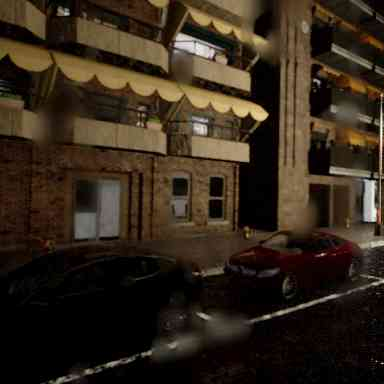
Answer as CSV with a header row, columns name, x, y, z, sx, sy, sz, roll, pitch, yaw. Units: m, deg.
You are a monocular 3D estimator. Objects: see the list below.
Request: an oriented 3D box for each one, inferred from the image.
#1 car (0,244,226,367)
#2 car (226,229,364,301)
name,x,y,z,sx,sy,sz,roll,pitch,yaw
car,-1.788,1.578,5.224,4.313,1.339,1.947,1,1,-35
car,2.730,1.638,8.442,4.206,1.307,1.802,1,1,-35
